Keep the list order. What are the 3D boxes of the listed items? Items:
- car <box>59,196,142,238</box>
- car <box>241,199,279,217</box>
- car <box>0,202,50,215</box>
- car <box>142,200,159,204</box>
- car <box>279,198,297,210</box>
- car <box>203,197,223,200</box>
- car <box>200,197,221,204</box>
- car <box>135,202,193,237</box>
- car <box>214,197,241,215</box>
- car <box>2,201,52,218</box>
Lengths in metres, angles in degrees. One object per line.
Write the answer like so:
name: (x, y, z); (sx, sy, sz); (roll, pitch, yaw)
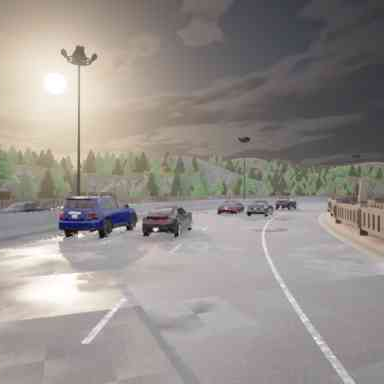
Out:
car: (-4.873, 1.237, 18.034); (2.150, 2.045, 5.566); (0, 0, 12)
car: (6.506, 1.542, 31.434); (2.033, 1.411, 5.357); (0, 0, 23)
car: (-13.640, 1.561, 26.933); (1.837, 1.490, 4.892); (0, 0, 16)
car: (-5.282, 1.612, 39.935); (2.033, 1.411, 5.357); (0, 0, 24)
car: (12.109, 1.499, 42.704); (1.837, 1.490, 4.892); (0, 0, 31)
car: (4.799, 1.622, 63.026); (2.128, 1.511, 4.902); (-1, -1, 39)
car: (3.788, 1.688, 67.328); (1.812, 1.442, 4.674); (-1, -1, 39)
car: (-1.223, 1.514, 18.194); (1.837, 1.490, 4.892); (0, 0, 12)
car: (4.174, 1.573, 34.725); (1.994, 1.385, 4.181); (0, 0, 23)
car: (-15.741, 1.639, 31.999); (1.994, 1.385, 4.181); (0, 0, 19)
